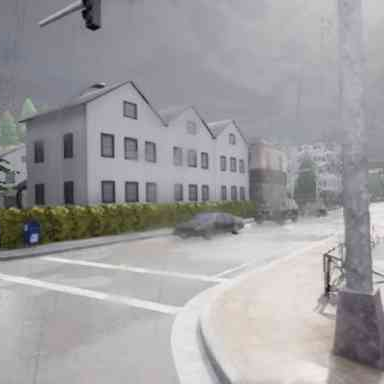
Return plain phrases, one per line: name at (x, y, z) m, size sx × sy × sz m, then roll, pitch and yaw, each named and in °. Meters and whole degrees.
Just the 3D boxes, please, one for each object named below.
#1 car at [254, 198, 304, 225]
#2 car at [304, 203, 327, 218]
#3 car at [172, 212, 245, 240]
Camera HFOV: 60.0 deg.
car at (7.088, 1.576, 27.464) m, size 2.150 × 2.045 × 5.566 m, roll -2°, pitch -2°, yaw 35°
car at (13.164, 1.913, 35.937) m, size 2.128 × 1.511 × 4.902 m, roll -2°, pitch -2°, yaw 36°
car at (1.128, 1.834, 19.045) m, size 2.033 × 1.411 × 5.357 m, roll -2°, pitch -2°, yaw 35°
